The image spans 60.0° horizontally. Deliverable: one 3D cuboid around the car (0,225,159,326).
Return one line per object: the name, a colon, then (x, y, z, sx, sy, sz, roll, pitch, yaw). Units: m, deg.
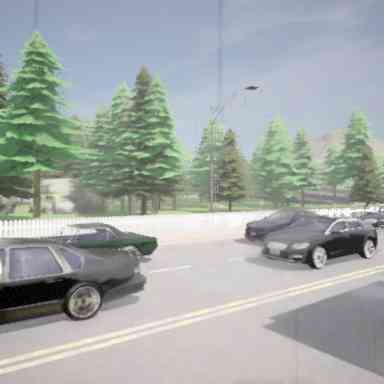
car: (-3.473, 1.552, 5.794, 5.357, 1.411, 2.033, 1, 0, -35)

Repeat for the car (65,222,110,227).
car: (-3.495, 1.625, 10.066, 4.718, 1.301, 1.895, 1, 0, -35)

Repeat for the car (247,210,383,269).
car: (4.509, 1.572, 11.478, 4.902, 1.511, 2.128, 1, 0, -35)

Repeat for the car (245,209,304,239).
car: (4.711, 1.579, 15.906, 5.008, 1.535, 1.882, 1, 0, -35)

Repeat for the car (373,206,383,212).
car: (12.805, 1.683, 21.598, 4.902, 1.511, 2.128, 1, 0, -35)
